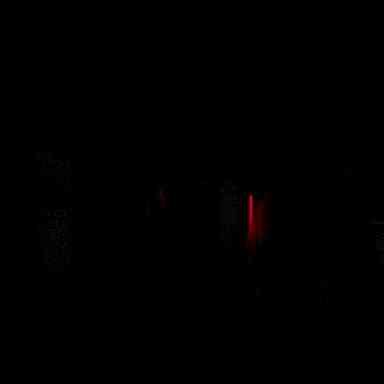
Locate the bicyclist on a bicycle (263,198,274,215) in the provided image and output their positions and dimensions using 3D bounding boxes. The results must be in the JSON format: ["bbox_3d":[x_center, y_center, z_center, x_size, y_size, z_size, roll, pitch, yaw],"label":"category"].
[{"bbox_3d":[7.382,1.364,32.106,1.656,1.620,0.582,0,0,-36],"label":"bicyclist on a bicycle"}]
